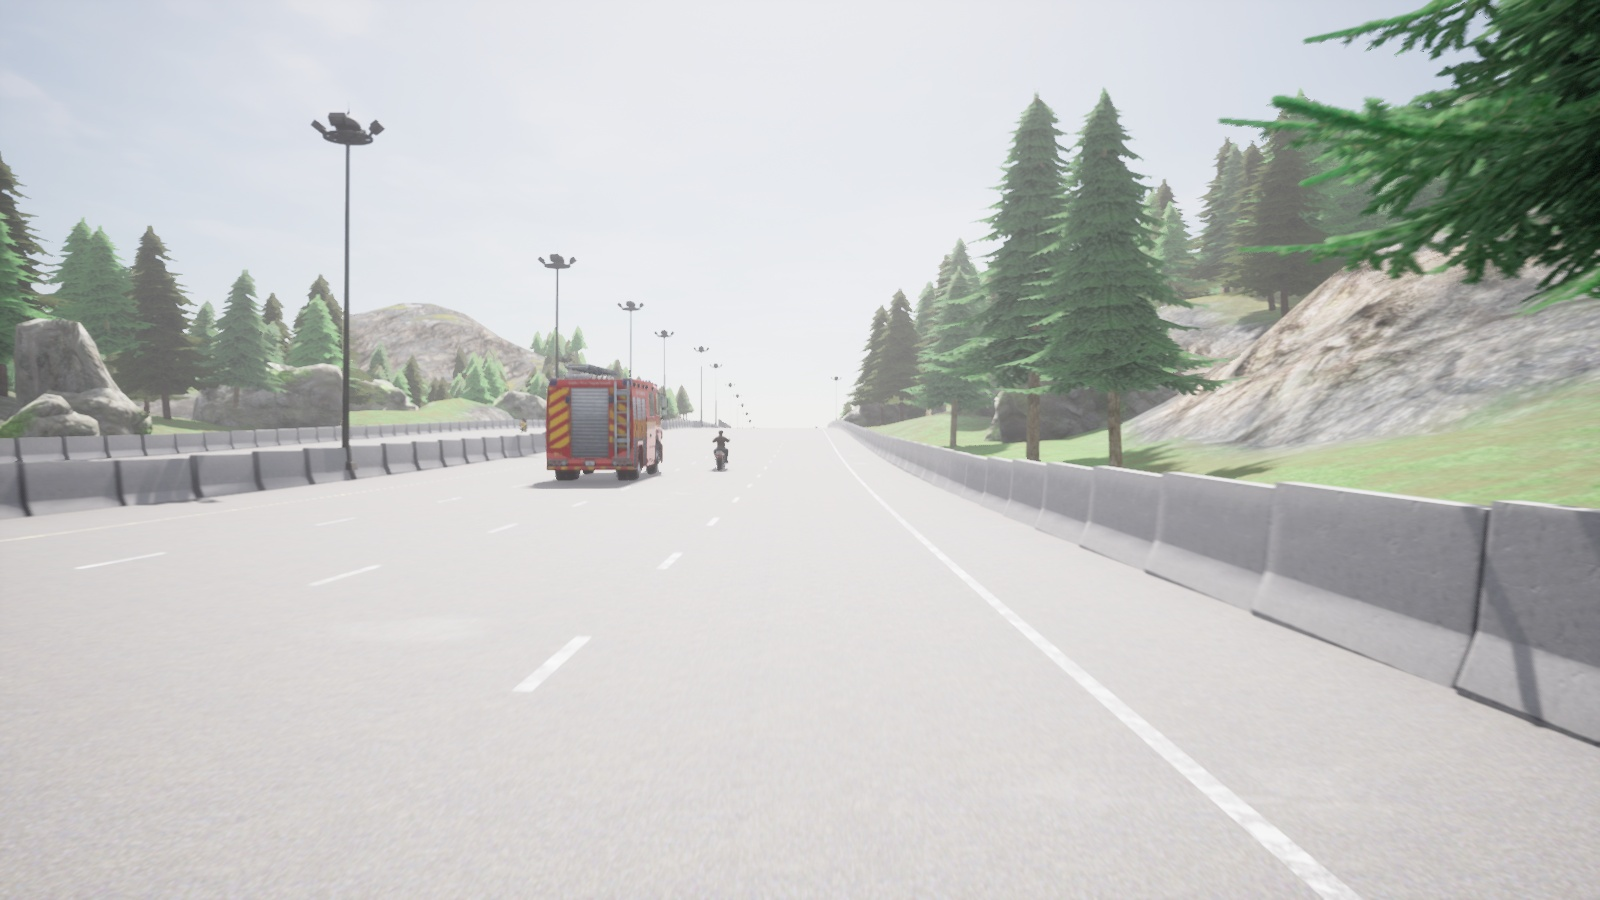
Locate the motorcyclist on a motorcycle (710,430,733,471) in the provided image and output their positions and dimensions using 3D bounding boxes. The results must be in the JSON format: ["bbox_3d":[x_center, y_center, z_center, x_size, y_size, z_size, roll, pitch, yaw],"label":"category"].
[{"bbox_3d":[-3.198,0.000,51.190,0.766,1.649,2.350,0,1,0],"label":"motorcyclist on a motorcycle"}]

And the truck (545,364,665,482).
[{"bbox_3d":[-6.734,-0.964,44.695,2.891,3.827,8.468,0,1,0],"label":"truck"}]
